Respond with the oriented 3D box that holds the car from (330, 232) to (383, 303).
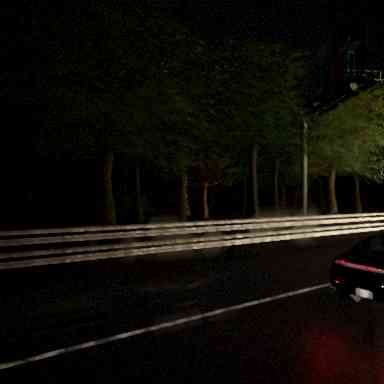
[{"bbox_3d":[5.007,1.578,7.164,4.902,1.511,2.128,1,0,-34],"label":"car"}]
